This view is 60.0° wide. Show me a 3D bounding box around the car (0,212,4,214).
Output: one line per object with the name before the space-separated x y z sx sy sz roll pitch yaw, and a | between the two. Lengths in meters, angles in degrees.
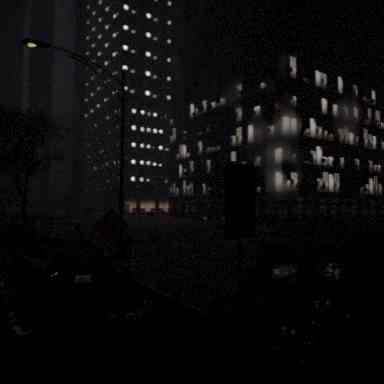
car | -12.531 2.247 22.385 2.008 1.369 4.403 3 -3 -33

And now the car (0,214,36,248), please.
car | -9.465 2.098 17.737 1.887 1.381 4.507 3 -3 -33

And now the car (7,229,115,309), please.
car | -3.336 1.834 8.441 1.947 1.339 4.313 3 -3 -33

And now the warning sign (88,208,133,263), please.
warning sign | -2.995 1.538 12.220 1.300 1.860 1.060 1 -3 -33
